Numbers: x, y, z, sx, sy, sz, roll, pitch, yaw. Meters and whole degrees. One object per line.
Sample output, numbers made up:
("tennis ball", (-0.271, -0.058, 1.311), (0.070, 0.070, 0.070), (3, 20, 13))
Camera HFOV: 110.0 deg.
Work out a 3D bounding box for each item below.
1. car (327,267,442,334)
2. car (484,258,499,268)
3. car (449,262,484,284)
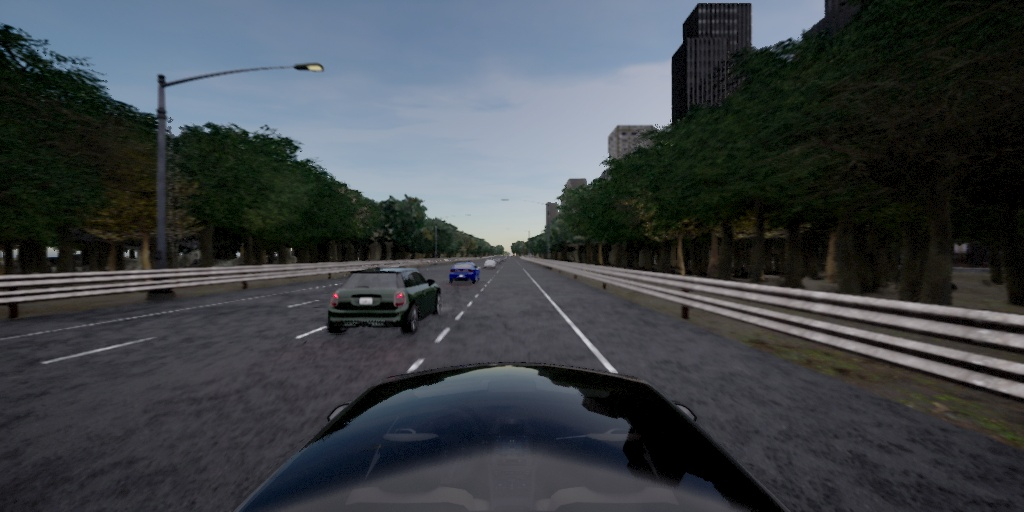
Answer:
("car", (-3.504, 1.102, 10.736), (2.097, 1.767, 4.553), (0, 0, 0))
("car", (-3.517, 1.237, 58.408), (1.812, 1.442, 4.674), (0, 0, 0))
("car", (-3.507, 1.218, 27.295), (1.882, 1.535, 5.008), (0, 0, 0))
